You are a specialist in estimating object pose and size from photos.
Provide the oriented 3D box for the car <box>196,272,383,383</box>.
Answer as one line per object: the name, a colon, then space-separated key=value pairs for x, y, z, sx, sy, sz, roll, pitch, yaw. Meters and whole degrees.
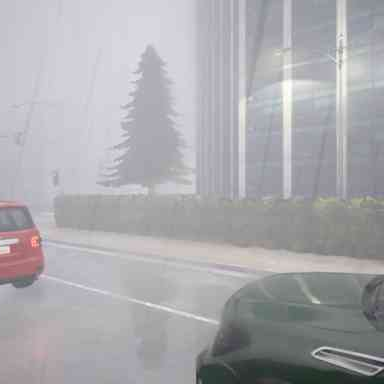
car: x=2.688 y=1.222 z=2.073 sx=5.566 sy=2.045 sz=2.150 roll=0 pitch=0 yaw=36

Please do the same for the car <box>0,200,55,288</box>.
car: x=-5.778 y=1.221 z=8.059 sx=5.566 sy=2.045 sz=2.150 roll=0 pitch=0 yaw=38

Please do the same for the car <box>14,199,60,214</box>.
car: x=-17.192 y=1.563 z=37.063 sx=1.994 sy=1.385 sz=4.181 roll=0 pitch=0 yaw=36
